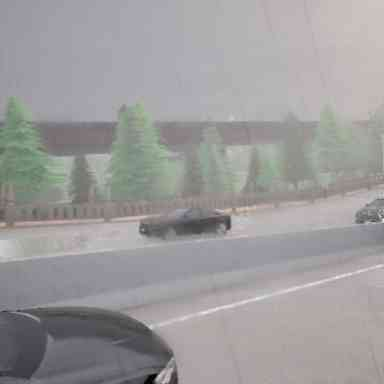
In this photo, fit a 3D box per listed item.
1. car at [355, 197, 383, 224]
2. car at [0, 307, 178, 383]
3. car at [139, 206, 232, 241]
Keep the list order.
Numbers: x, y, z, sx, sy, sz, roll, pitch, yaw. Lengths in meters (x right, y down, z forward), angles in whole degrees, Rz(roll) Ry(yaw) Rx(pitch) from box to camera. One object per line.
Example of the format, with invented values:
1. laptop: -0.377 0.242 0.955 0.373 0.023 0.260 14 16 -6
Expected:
1. car: 12.533 1.139 21.453 4.553 1.767 2.097 -3 2 -35
2. car: -2.335 1.491 2.082 4.902 1.511 2.128 0 0 -35
3. car: -0.219 1.478 16.726 5.008 1.535 1.882 0 0 -35
